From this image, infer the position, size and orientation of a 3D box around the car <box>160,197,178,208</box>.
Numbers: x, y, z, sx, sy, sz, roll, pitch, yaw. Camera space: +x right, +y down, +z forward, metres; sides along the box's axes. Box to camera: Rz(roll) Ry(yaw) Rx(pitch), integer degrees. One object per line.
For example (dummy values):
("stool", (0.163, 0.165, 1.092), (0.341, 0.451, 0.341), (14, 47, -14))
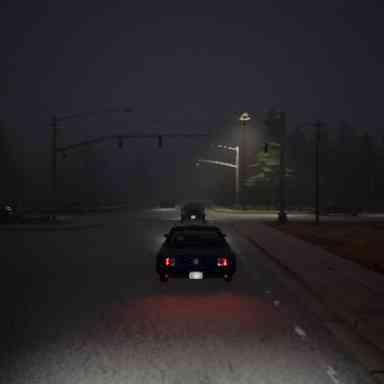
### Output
("car", (-3.610, 1.755, 50.353), (1.994, 1.385, 4.181), (0, 0, 0))

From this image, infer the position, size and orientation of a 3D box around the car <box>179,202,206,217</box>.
("car", (0.090, 1.628, 25.995), (1.812, 1.442, 4.674), (0, 0, 0))

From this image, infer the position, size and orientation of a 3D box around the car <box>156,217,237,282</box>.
("car", (0.096, 1.638, 9.869), (1.895, 1.301, 4.718), (0, 0, 0))

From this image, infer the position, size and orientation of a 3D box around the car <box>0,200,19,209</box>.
("car", (-18.351, 1.495, 30.794), (4.553, 1.767, 2.097), (0, 0, 1))

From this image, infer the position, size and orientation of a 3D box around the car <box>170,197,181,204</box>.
("car", (-3.445, 1.743, 69.926), (1.882, 1.535, 5.008), (0, 0, 1))

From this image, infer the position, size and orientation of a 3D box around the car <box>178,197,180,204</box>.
("car", (-3.570, 1.790, 59.620), (1.994, 1.385, 4.181), (0, 0, 1))

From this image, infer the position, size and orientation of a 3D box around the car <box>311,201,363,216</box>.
("car", (14.756, 1.647, 33.908), (4.902, 1.511, 2.128), (0, 0, 1))
